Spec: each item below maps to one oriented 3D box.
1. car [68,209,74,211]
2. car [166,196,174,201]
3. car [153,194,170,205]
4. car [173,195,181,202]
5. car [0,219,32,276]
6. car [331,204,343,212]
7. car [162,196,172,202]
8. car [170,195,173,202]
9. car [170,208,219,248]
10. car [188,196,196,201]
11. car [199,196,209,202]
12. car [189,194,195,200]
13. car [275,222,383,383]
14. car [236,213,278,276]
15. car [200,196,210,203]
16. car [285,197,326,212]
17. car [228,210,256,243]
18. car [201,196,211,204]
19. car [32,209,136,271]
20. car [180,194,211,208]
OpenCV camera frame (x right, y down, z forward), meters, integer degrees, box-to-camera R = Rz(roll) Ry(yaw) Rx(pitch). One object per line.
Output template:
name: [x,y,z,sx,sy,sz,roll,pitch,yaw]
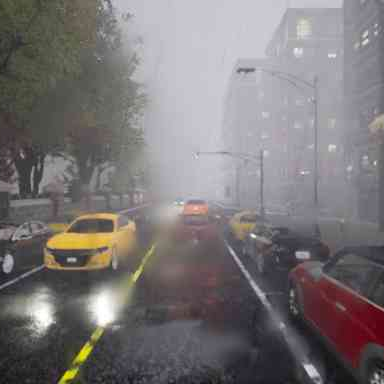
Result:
car: [-5.691,1.521,15.634,1.752,1.417,4.829,0,0,0]
car: [-5.691,1.609,87.046,1.802,1.307,4.206,0,0,0]
car: [-5.692,1.320,59.371,2.192,1.841,5.009,0,0,0]
car: [-2.998,1.613,75.551,1.895,1.301,4.718,0,0,0]
car: [-5.691,1.547,10.174,2.008,1.369,4.403,0,0,0]
car: [20.307,1.920,42.812,4.507,1.381,1.887,1,-1,0]
car: [-5.691,1.562,75.977,1.887,1.381,4.507,0,0,0]
car: [-5.692,1.453,70.441,1.967,1.590,4.097,0,0,0]
car: [0.102,1.597,14.687,1.895,1.301,4.718,0,0,0]
car: [0.004,1.615,85.134,1.895,1.301,4.718,0,0,0]
car: [2.689,1.569,75.977,2.008,1.369,4.403,0,0,0]
car: [0.003,1.425,95.108,1.882,1.535,5.008,0,0,0]
car: [2.689,1.438,4.544,1.967,1.590,4.097,0,0,0]
car: [2.690,1.562,10.174,1.947,1.339,4.313,0,0,0]
car: [2.689,1.558,70.441,1.887,1.381,4.507,0,0,0]
car: [14.616,1.588,42.797,5.009,1.841,2.192,1,-1,0]
car: [2.689,1.521,15.976,1.752,1.417,4.829,0,0,0]
car: [2.689,1.535,65.076,1.752,1.417,4.829,0,0,0]
car: [-3.092,1.474,11.050,1.882,1.535,5.008,0,0,0]
car: [0.500,1.348,28.609,2.097,1.767,4.553,0,0,5]
